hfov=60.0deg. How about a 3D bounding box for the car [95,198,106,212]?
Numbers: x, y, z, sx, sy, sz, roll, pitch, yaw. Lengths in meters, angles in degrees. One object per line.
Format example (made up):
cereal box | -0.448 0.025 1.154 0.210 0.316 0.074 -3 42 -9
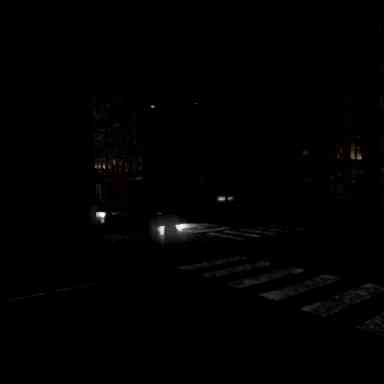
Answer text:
car | -9.795 1.211 31.950 1.994 1.385 4.181 -2 2 -36

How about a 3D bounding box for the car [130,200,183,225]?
car | -2.382 1.263 21.599 1.994 1.385 4.181 -2 2 -36
